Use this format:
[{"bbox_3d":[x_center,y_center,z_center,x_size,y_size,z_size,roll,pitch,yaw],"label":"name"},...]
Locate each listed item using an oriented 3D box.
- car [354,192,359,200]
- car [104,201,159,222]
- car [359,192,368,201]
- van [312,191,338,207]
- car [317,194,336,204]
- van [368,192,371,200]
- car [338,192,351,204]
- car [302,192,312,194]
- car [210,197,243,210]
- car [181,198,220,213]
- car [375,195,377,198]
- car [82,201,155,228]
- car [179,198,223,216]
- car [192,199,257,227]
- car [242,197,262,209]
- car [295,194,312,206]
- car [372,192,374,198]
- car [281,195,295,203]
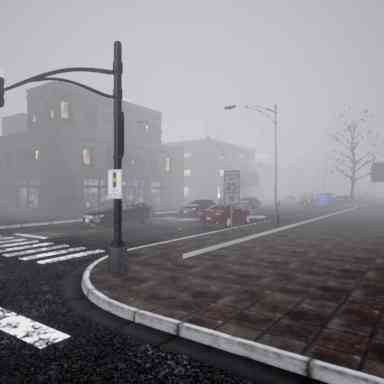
[{"bbox_3d":[26.668,1.115,56.803,1.887,1.381,4.507,0,1,35],"label":"car"},{"bbox_3d":[-4.664,1.452,26.156,1.802,1.307,4.206,0,1,35],"label":"car"},{"bbox_3d":[32.945,0.938,65.899,1.967,1.590,4.097,0,1,35],"label":"car"},{"bbox_3d":[17.252,1.021,43.157,1.690,1.788,3.998,0,1,35],"label":"van"},{"bbox_3d":[22.209,1.078,54.929,1.882,1.535,5.008,0,0,34],"label":"car"},{"bbox_3d":[36.084,0.804,70.446,1.690,1.788,3.998,0,1,35],"label":"van"},{"bbox_3d":[23.529,1.172,52.255,1.947,1.339,4.313,0,1,35],"label":"car"},{"bbox_3d":[22.909,0.861,66.109,2.192,1.841,5.009,0,1,35],"label":"car"},{"bbox_3d":[4.076,1.332,38.822,1.947,1.339,4.313,0,1,35],"label":"car"},{"bbox_3d":[0.938,1.354,34.274,2.008,1.369,4.403,0,1,35],"label":"car"},{"bbox_3d":[45.500,0.798,84.091,1.967,1.590,4.097,0,1,35],"label":"car"},{"bbox_3d":[-4.743,1.384,21.491,2.128,1.511,4.902,0,0,35],"label":"car"},{"bbox_3d":[0.760,1.353,29.459,1.812,1.442,4.674,0,0,35],"label":"car"},{"bbox_3d":[2.233,1.402,21.395,1.887,1.381,4.507,0,1,35],"label":"car"},{"bbox_3d":[6.324,1.287,37.516,1.812,1.442,4.674,0,0,35],"label":"car"},{"bbox_3d":[16.385,1.269,46.475,1.895,1.301,4.718,0,0,35],"label":"car"},{"bbox_3d":[39.222,0.972,74.995,1.887,1.381,4.507,0,1,35],"label":"car"},{"bbox_3d":[16.631,1.200,57.014,1.802,1.307,4.206,0,1,35],"label":"car"}]
